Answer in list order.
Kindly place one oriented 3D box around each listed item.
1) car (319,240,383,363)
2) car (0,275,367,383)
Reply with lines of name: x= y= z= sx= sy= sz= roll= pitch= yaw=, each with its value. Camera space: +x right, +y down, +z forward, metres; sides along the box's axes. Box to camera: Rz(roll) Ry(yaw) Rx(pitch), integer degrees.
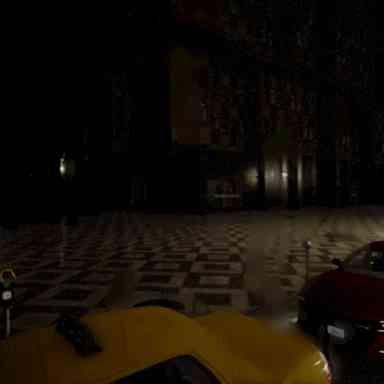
car: x=3.591 y=1.544 z=5.677 sx=4.507 sy=1.381 sz=1.887 roll=0 pitch=0 yaw=-39
car: x=-0.958 y=1.526 z=2.004 sx=4.829 sy=1.417 sz=1.752 roll=0 pitch=0 yaw=-39
